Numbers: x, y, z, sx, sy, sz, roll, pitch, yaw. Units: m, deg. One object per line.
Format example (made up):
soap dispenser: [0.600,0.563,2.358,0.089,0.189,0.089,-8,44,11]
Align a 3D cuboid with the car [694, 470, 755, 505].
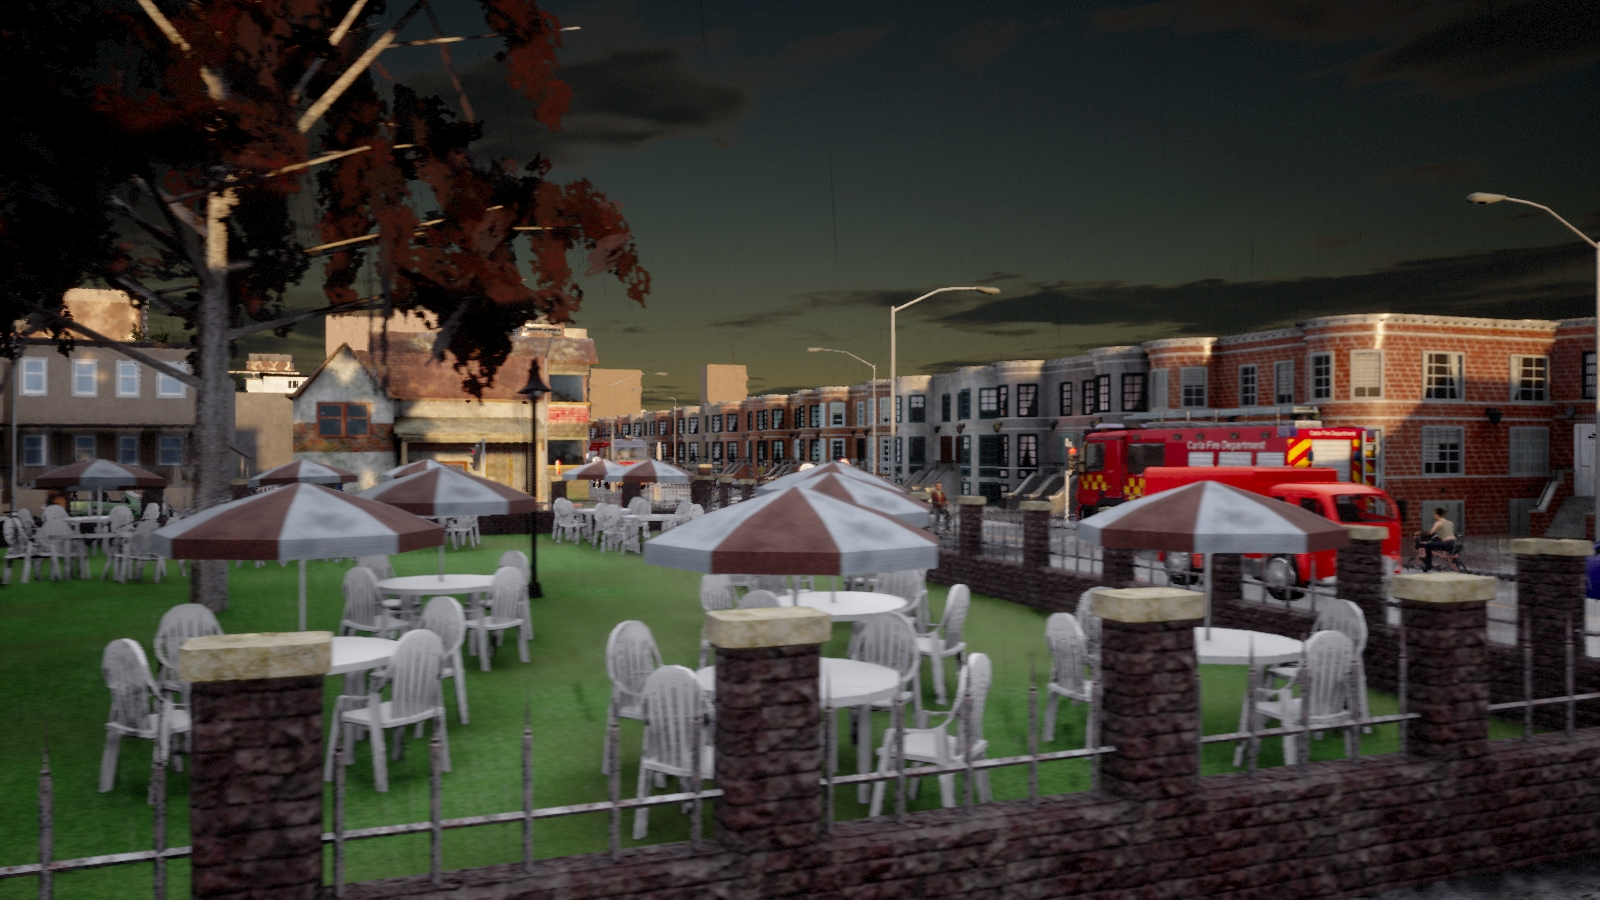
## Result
car: [-3.819,1.819,57.123,2.038,1.542,4.974,0,0,-16]

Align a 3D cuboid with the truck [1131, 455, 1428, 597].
truck: [9.372,1.348,22.930,2.627,2.467,5.204,0,0,-21]

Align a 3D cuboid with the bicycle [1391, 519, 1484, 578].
bicycle: [13.273,2.037,23.830,0.859,1.080,1.487,0,0,-20]

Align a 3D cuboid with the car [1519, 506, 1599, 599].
car: [14.773,1.819,19.699,1.845,1.501,3.633,0,0,-21]

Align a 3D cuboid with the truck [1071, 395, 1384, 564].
truck: [10.893,0.671,30.360,2.891,3.827,8.468,0,0,-21]

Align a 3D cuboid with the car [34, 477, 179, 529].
car: [-23.637,1.780,39.104,3.988,1.617,1.851,0,0,-21]

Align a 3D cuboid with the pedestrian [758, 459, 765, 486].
pedestrian: [-2.650,1.528,78.997,0.375,1.860,0.375,0,0,-27]
